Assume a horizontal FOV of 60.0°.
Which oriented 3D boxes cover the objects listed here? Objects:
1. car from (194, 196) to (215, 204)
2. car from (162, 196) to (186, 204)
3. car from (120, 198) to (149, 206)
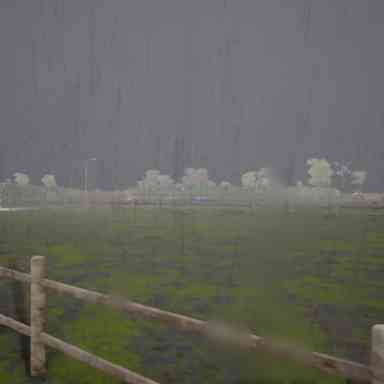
[{"bbox_3d":[2.283,1.567,63.908,4.674,1.442,1.812,0,0,-37],"label":"car"},{"bbox_3d":[-3.482,1.514,62.996,4.902,1.511,2.128,0,0,-38],"label":"car"},{"bbox_3d":[-9.493,1.627,54.656,4.718,1.301,1.895,0,0,-40],"label":"car"}]
